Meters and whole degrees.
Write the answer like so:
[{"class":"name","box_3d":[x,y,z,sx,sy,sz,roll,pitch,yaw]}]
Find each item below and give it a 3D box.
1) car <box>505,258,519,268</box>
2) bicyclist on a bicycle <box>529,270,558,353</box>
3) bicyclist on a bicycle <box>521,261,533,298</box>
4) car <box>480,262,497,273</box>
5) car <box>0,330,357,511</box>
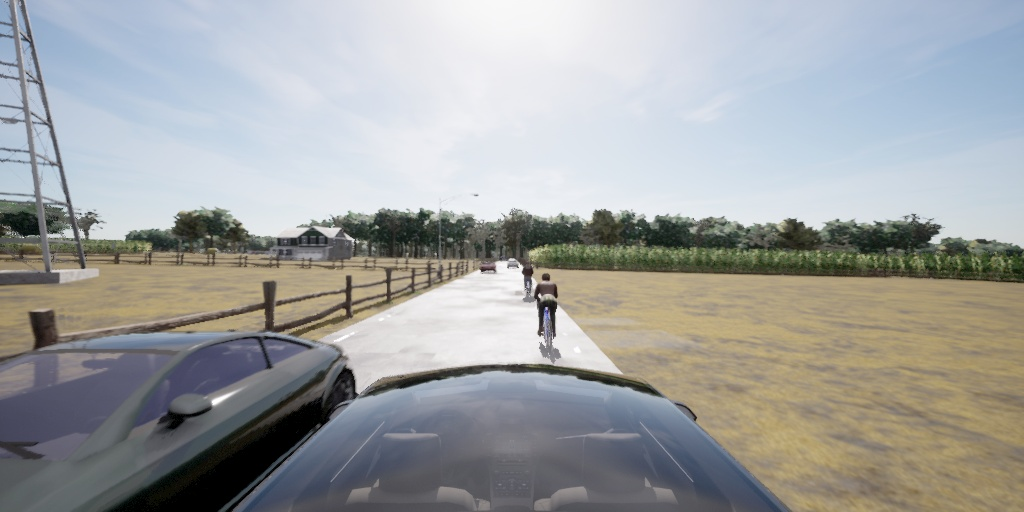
[{"class":"car","box_3d":[0.132,1.330,60.052,1.895,1.301,4.718,0,0,0]},{"class":"bicyclist on a bicycle","box_3d":[0.763,1.204,7.879,0.582,1.620,1.656,0,0,0]},{"class":"bicyclist on a bicycle","box_3d":[0.770,1.125,17.531,0.659,1.776,1.843,0,0,0]},{"class":"car","box_3d":[-2.822,1.350,43.256,1.895,1.301,4.718,0,0,0]},{"class":"car","box_3d":[-2.848,1.314,2.608,1.994,1.385,4.181,0,0,0]}]
